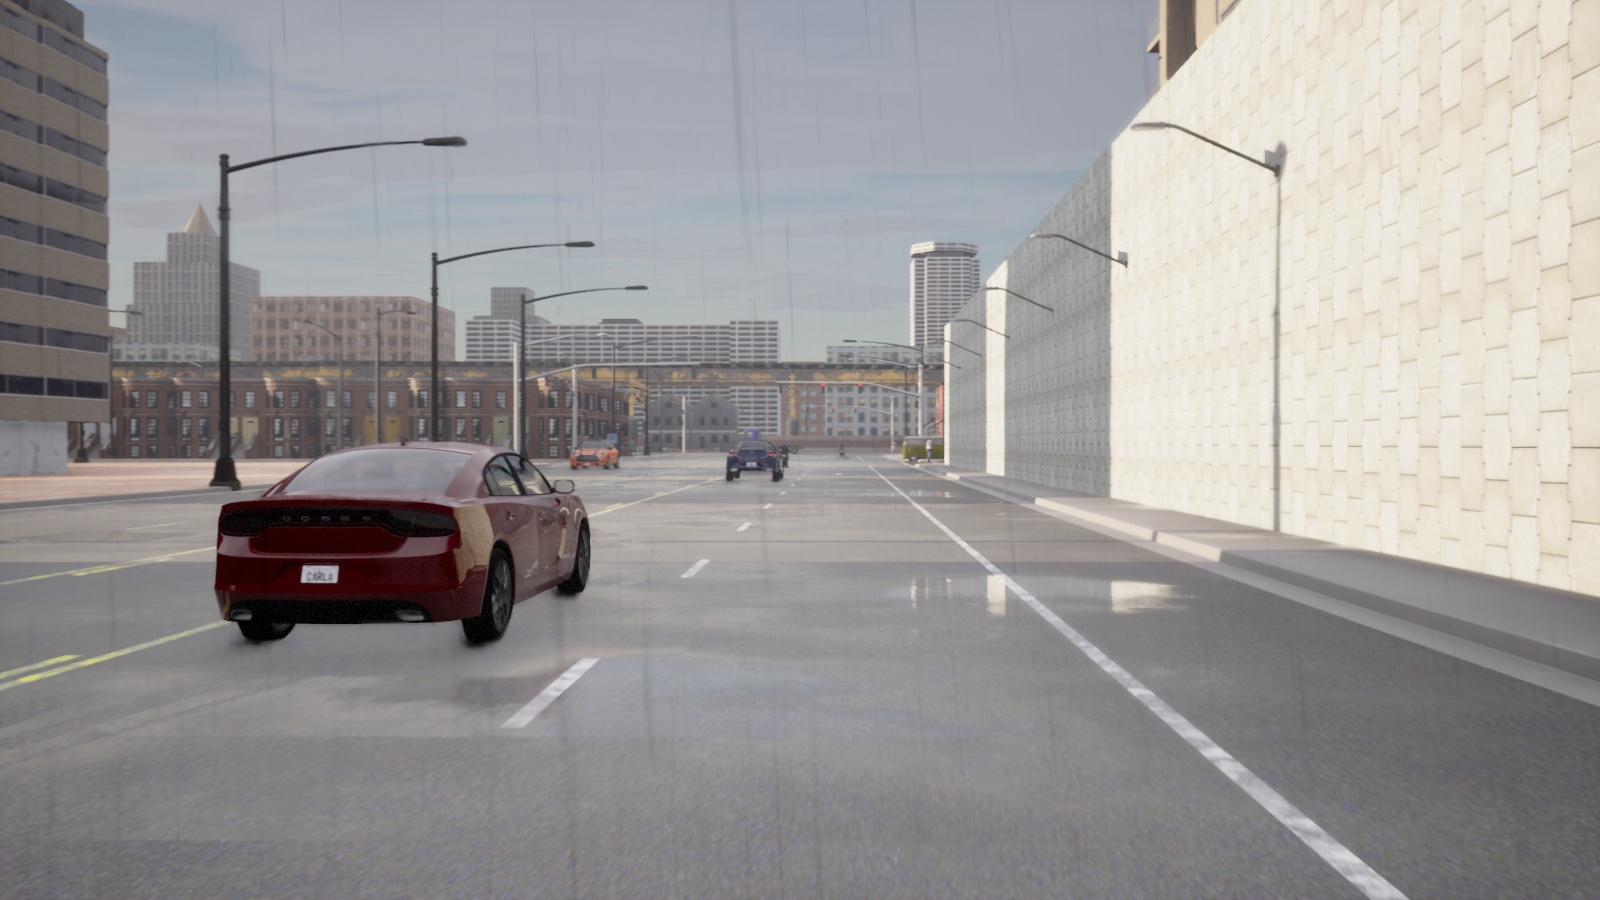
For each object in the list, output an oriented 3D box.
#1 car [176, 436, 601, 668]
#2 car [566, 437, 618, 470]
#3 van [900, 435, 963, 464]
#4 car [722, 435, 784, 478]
[{"bbox_3d":[-3.129,0.658,10.835,1.882,1.535,5.008,0,0,2],"label":"car"},{"bbox_3d":[-11.724,0.187,71.036,2.097,1.767,4.553,0,0,2],"label":"car"},{"bbox_3d":[9.485,-0.024,90.710,4.442,1.987,1.775,-1,0,6],"label":"van"},{"bbox_3d":[-1.855,0.235,50.965,2.152,1.651,5.027,0,0,2],"label":"car"}]
